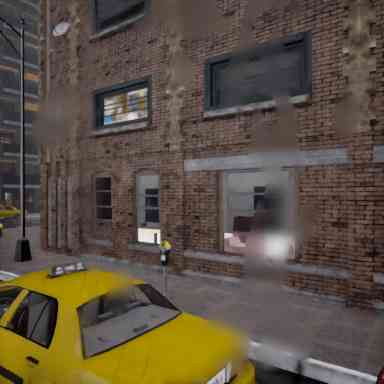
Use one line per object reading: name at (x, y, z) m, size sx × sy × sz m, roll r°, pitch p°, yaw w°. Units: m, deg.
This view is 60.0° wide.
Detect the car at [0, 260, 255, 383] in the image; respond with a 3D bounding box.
car at (-1.675, 1.525, 4.072) m, size 4.829 × 1.417 × 1.752 m, roll 0°, pitch 0°, yaw 36°

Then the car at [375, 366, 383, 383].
car at (3.090, 1.315, 0.674) m, size 5.009 × 1.841 × 2.192 m, roll 0°, pitch 0°, yaw 35°

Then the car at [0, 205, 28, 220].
car at (-17.410, 1.837, 29.976) m, size 1.752 × 1.417 × 4.829 m, roll -1°, pitch -2°, yaw 35°
